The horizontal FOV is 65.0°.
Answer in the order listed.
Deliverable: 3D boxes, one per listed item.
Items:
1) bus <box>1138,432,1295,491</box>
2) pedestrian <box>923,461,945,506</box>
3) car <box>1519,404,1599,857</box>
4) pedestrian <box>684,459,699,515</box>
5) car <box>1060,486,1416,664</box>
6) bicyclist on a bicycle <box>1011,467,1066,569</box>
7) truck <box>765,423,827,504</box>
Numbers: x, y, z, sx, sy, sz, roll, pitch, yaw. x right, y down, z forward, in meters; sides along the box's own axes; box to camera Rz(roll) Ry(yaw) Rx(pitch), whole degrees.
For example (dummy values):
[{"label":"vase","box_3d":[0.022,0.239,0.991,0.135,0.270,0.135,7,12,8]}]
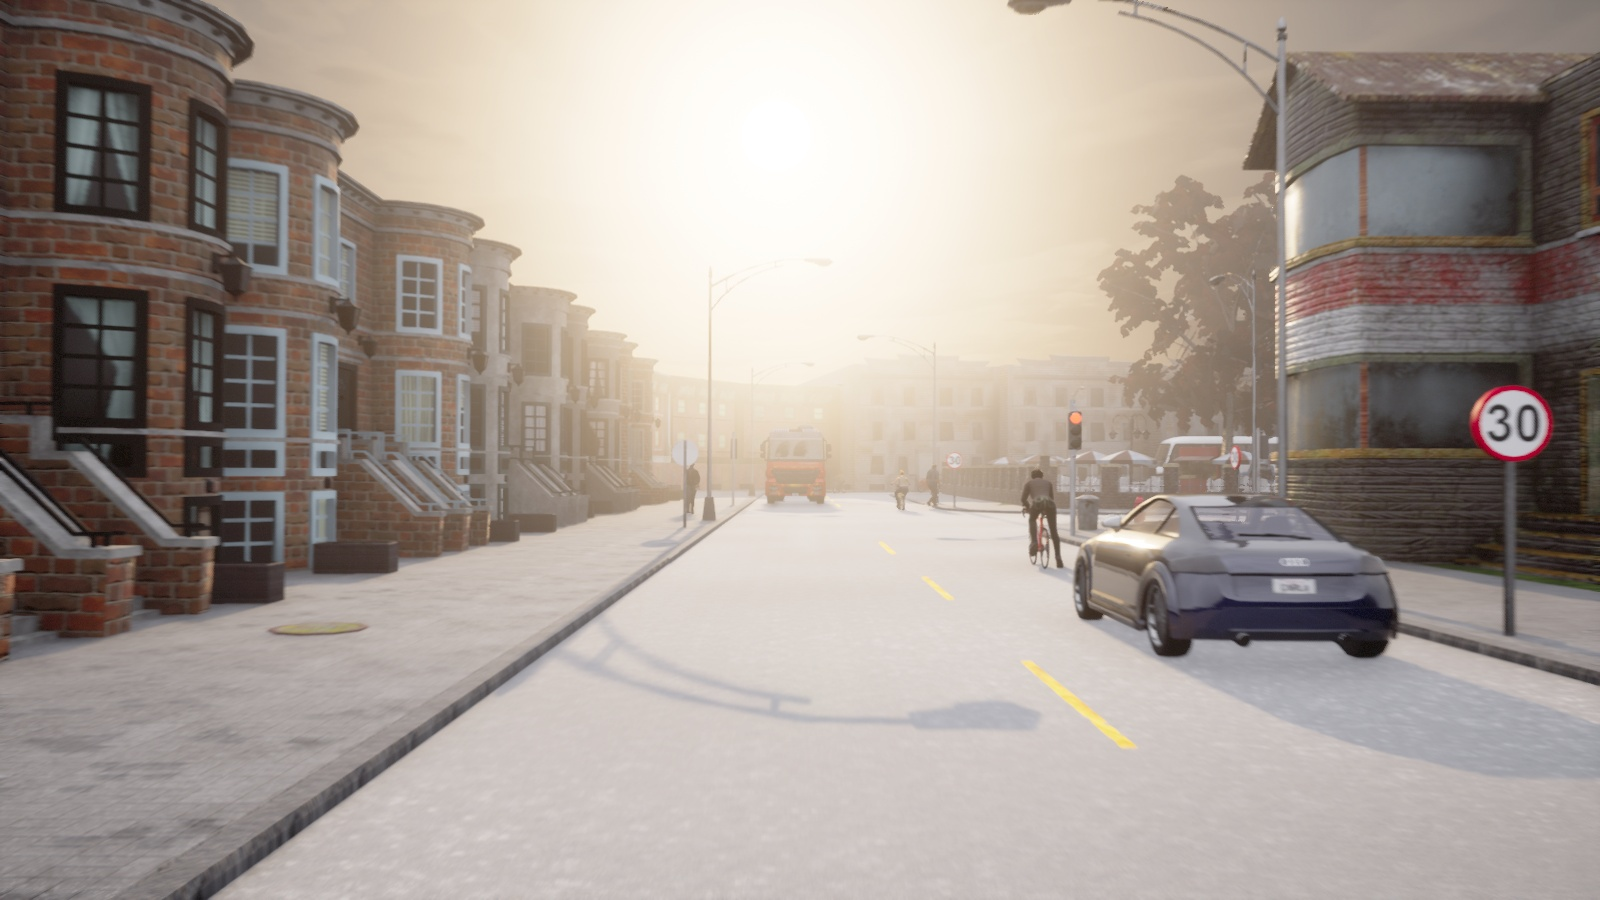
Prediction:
[{"label":"bus","box_3d":[30.802,0.874,93.153,10.273,4.253,3.944,0,-1,0]},{"label":"pedestrian","box_3d":[5.581,1.380,52.328,0.694,1.848,0.540,1,-1,-42]},{"label":"car","box_3d":[3.992,0.620,2.557,2.152,1.651,5.027,0,-1,0]},{"label":"pedestrian","box_3d":[-3.637,1.243,42.065,0.376,1.854,0.720,0,-1,3]},{"label":"car","box_3d":[3.970,1.068,12.241,1.994,1.385,4.181,0,-1,0]},{"label":"bicyclist on a bicycle","box_3d":[3.944,1.101,20.843,0.582,1.620,1.656,0,-1,0]},{"label":"truck","box_3d":[-0.180,0.708,63.208,2.891,3.827,8.468,0,-1,0]}]
